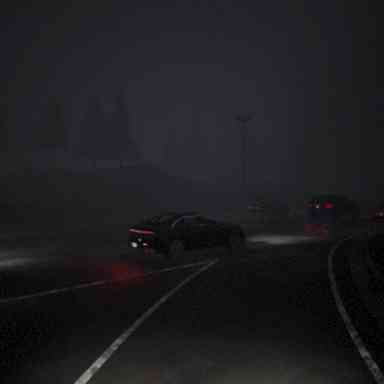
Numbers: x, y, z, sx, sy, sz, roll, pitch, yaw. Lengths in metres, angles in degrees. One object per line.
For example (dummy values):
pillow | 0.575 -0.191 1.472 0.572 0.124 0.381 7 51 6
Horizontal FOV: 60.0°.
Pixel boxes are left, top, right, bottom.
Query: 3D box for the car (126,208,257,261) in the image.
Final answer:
car | -0.065 1.497 12.417 4.902 1.511 2.128 0 0 -41

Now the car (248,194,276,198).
car | 8.646 1.238 38.710 5.566 2.045 2.150 0 0 -41

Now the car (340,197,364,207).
car | 25.950 1.552 53.918 4.674 1.442 1.812 0 0 -41

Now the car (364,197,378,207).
car | 27.735 1.503 50.828 5.008 1.535 1.882 0 0 -41

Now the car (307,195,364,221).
car | 11.691 1.235 27.408 5.566 2.045 2.150 0 0 -41

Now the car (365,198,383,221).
car | 16.079 1.491 26.604 5.008 1.535 1.882 0 0 -41

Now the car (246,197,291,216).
car | 7.709 1.563 33.229 5.357 1.411 2.033 0 0 -41
